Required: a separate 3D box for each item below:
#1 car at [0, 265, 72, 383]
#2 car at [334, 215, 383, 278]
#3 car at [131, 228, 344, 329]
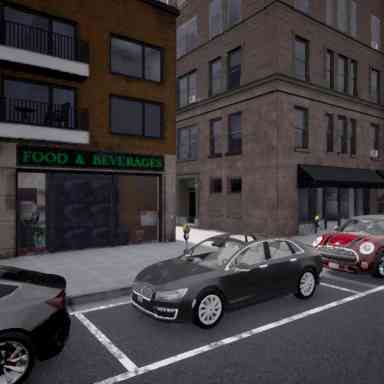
[{"bbox_3d":[-3.585,1.566,3.635,4.313,1.339,1.947,0,0,-35],"label":"car"},{"bbox_3d":[5.406,1.442,10.037,4.097,1.590,1.967,0,0,-35],"label":"car"},{"bbox_3d":[0.910,1.551,6.836,4.403,1.369,2.008,0,0,-35],"label":"car"}]
